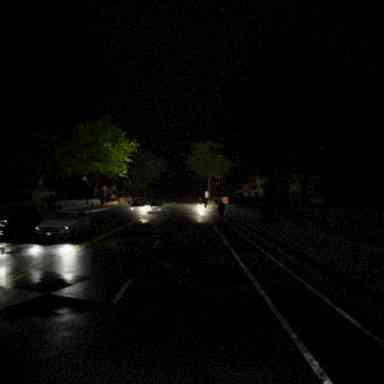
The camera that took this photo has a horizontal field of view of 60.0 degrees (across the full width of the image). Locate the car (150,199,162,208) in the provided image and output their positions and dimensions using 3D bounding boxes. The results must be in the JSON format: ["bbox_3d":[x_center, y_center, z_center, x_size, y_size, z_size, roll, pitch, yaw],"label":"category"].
[{"bbox_3d":[-6.535,2.081,61.165,1.882,1.535,5.008,0,-1,0],"label":"car"}]

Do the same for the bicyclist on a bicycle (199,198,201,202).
[{"bbox_3d":[2.199,2.269,90.443,0.582,1.620,1.656,0,-1,0],"label":"bicyclist on a bicycle"}]

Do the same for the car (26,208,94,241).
[{"bbox_3d":[-6.620,1.687,17.696,1.812,1.442,4.674,0,-1,0],"label":"car"}]

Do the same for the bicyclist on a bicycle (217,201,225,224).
[{"bbox_3d":[2.236,1.603,25.427,0.659,1.776,1.843,0,0,0],"label":"bicyclist on a bicycle"}]

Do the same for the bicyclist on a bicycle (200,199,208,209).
[{"bbox_3d":[2.221,1.930,54.163,0.866,1.612,1.509,0,0,0],"label":"bicyclist on a bicycle"}]

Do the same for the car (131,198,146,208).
[{"bbox_3d":[-9.785,1.976,61.194,2.097,1.767,4.553,0,-1,0],"label":"car"}]

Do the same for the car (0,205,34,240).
[{"bbox_3d":[-9.859,1.515,17.898,2.097,1.767,4.553,0,-1,0],"label":"car"}]
